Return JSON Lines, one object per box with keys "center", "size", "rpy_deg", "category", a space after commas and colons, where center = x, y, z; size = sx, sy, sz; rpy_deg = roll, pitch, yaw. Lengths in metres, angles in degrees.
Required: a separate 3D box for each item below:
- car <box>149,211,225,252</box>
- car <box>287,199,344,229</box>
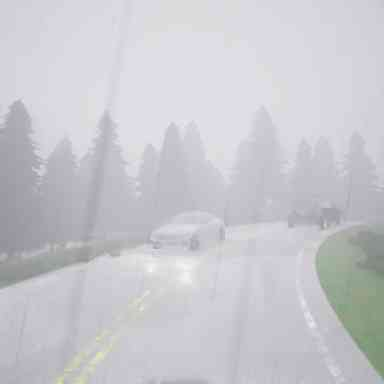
{"center": [-0.020, 1.587, 14.431], "size": [1.812, 1.442, 4.674], "rpy_deg": [-2, -1, 26], "category": "car"}
{"center": [7.519, 1.209, 20.110], "size": [2.097, 1.767, 4.553], "rpy_deg": [-4, -2, 39], "category": "car"}
